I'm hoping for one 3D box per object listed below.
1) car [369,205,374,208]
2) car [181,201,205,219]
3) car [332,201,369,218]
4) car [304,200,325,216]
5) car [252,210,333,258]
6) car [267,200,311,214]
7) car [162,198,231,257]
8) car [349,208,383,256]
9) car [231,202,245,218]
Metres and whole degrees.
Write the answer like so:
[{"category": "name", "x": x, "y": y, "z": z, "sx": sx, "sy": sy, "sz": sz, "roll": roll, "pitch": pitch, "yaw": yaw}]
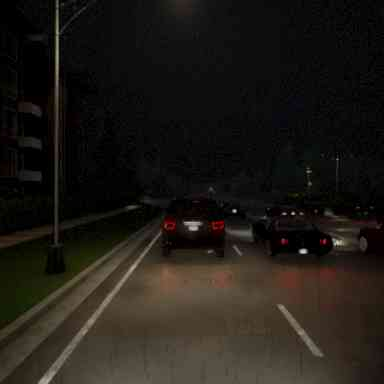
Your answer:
[{"category": "car", "x": 10.574, "y": 1.481, "z": 15.360, "sx": 1.882, "sy": 1.535, "sz": 5.008, "roll": 0, "pitch": -1, "yaw": 0}, {"category": "car", "x": 0.059, "y": 1.567, "z": 29.804, "sx": 1.994, "sy": 1.385, "sz": 4.181, "roll": 0, "pitch": 0, "yaw": 0}, {"category": "car", "x": 14.066, "y": 1.497, "z": 29.274, "sx": 2.128, "sy": 1.511, "sz": 4.902, "roll": 0, "pitch": 0, "yaw": 0}, {"category": "car", "x": 10.573, "y": 1.482, "z": 30.799, "sx": 1.882, "sy": 1.535, "sz": 5.008, "roll": 0, "pitch": 0, "yaw": 0}, {"category": "car", "x": 3.561, "y": 1.603, "z": 12.816, "sx": 1.895, "sy": 1.301, "sz": 4.718, "roll": 0, "pitch": 0, "yaw": 0}, {"category": "car", "x": 7.039, "y": 1.551, "z": 25.550, "sx": 2.033, "sy": 1.411, "sz": 5.357, "roll": 0, "pitch": 0, "yaw": 0}, {"category": "car", "x": 0.063, "y": 1.225, "z": 13.143, "sx": 2.150, "sy": 2.045, "sz": 5.566, "roll": 0, "pitch": 0, "yaw": 0}, {"category": "car", "x": 7.041, "y": 1.480, "z": 10.282, "sx": 1.882, "sy": 1.535, "sz": 5.008, "roll": 0, "pitch": 0, "yaw": 1}, {"category": "car", "x": 3.569, "y": 1.567, "z": 29.824, "sx": 1.994, "sy": 1.385, "sz": 4.181, "roll": 0, "pitch": 0, "yaw": 0}]
